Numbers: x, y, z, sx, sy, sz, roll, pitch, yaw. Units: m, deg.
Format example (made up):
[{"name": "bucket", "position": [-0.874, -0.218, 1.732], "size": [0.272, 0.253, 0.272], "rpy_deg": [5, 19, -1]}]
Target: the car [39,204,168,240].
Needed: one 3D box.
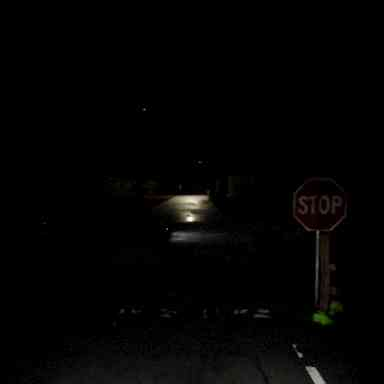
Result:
[{"name": "car", "position": [-3.765, 1.255, 14.651], "size": [5.357, 1.411, 2.033], "rpy_deg": [-1, 1, 1]}]
